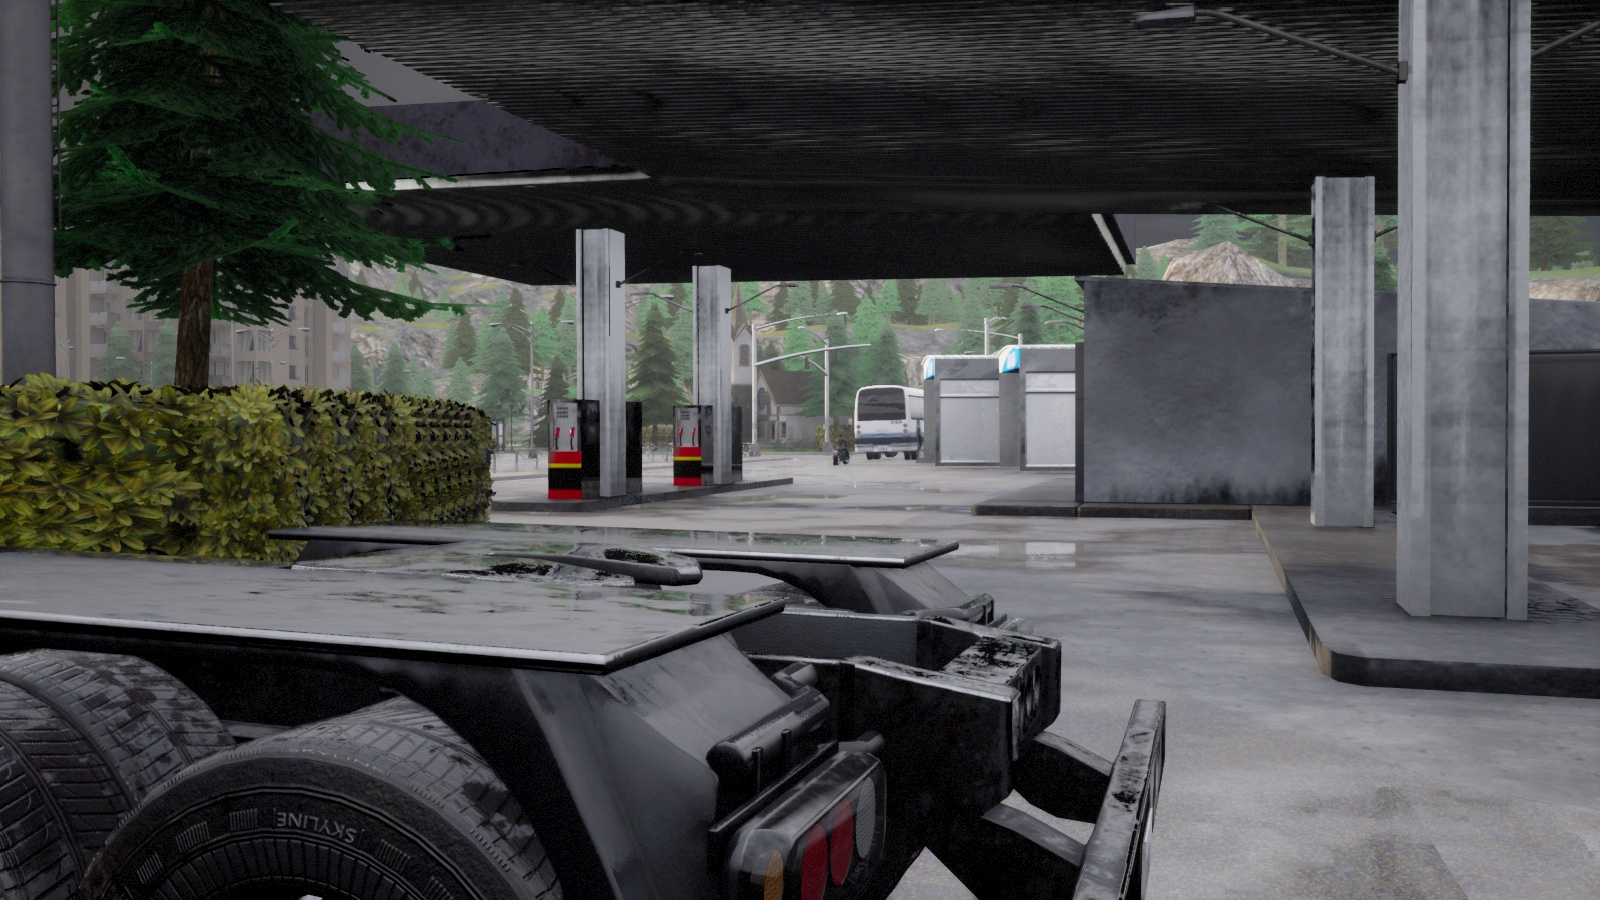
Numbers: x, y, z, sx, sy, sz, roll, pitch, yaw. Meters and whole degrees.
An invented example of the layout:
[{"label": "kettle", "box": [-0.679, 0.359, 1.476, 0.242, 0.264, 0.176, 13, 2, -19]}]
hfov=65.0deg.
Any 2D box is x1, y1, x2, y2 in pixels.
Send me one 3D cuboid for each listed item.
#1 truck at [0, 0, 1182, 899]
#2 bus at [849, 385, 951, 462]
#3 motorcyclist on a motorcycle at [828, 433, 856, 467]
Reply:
[{"label": "truck", "box": [-2.955, -0.168, 4.152, 7.936, 3.462, 2.891, 1, 0, 18]}, {"label": "bus", "box": [6.206, -1.548, 75.709, 3.944, 4.253, 10.273, -1, 0, 17]}, {"label": "motorcyclist on a motorcycle", "box": [2.094, -0.025, 62.551, 0.766, 1.649, 2.350, 1, 1, 19]}]
